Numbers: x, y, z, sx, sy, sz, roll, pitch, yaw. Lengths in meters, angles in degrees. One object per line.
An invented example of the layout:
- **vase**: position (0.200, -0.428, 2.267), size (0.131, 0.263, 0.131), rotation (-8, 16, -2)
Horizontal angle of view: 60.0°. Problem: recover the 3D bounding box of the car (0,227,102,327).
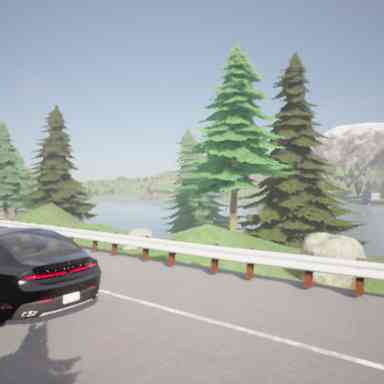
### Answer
- **car**: position (-3.939, 1.506, 6.975), size (4.892, 1.490, 1.837), rotation (0, 0, 37)
